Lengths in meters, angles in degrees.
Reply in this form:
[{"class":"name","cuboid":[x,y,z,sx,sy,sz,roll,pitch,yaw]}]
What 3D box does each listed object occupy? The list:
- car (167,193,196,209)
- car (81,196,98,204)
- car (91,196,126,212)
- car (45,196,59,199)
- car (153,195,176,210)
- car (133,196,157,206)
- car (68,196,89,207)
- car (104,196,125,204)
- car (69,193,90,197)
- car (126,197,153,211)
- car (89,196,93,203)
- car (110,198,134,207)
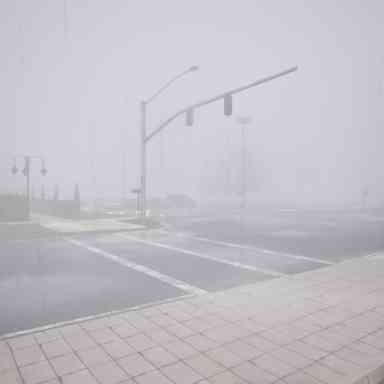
[{"class":"car","cuboid":[-1.691,1.221,46.092,2.150,2.045,5.566,0,0,-36]},{"class":"car","cuboid":[-20.291,1.506,65.792,1.837,1.490,4.892,0,0,-36]},{"class":"car","cuboid":[-10.037,1.526,39.719,1.812,1.442,4.674,0,0,-36]},{"class":"car","cuboid":[-26.031,1.517,61.764,1.837,1.490,4.892,0,0,-36]},{"class":"car","cuboid":[-4.510,1.505,44.014,1.837,1.490,4.892,0,0,-36]},{"class":"car","cuboid":[-7.676,1.505,54.301,1.837,1.490,4.892,0,0,-36]},{"class":"car","cuboid":[-17.244,1.600,49.595,1.895,1.301,4.718,0,0,-36]},{"class":"car","cuboid":[-15.018,1.547,64.459,2.033,1.411,5.357,0,0,-36]},{"class":"car","cuboid":[-20.799,1.219,60.485,2.150,2.045,5.566,0,0,-35]},{"class":"car","cuboid":[-7.456,1.547,42.116,2.033,1.411,5.357,0,0,-36]},{"class":"car","cuboid":[-13.362,1.505,50.214,1.837,1.490,4.892,0,0,-36]},{"class":"car","cuboid":[-11.258,1.601,53.267,1.895,1.301,4.718,0,0,-36]}]
